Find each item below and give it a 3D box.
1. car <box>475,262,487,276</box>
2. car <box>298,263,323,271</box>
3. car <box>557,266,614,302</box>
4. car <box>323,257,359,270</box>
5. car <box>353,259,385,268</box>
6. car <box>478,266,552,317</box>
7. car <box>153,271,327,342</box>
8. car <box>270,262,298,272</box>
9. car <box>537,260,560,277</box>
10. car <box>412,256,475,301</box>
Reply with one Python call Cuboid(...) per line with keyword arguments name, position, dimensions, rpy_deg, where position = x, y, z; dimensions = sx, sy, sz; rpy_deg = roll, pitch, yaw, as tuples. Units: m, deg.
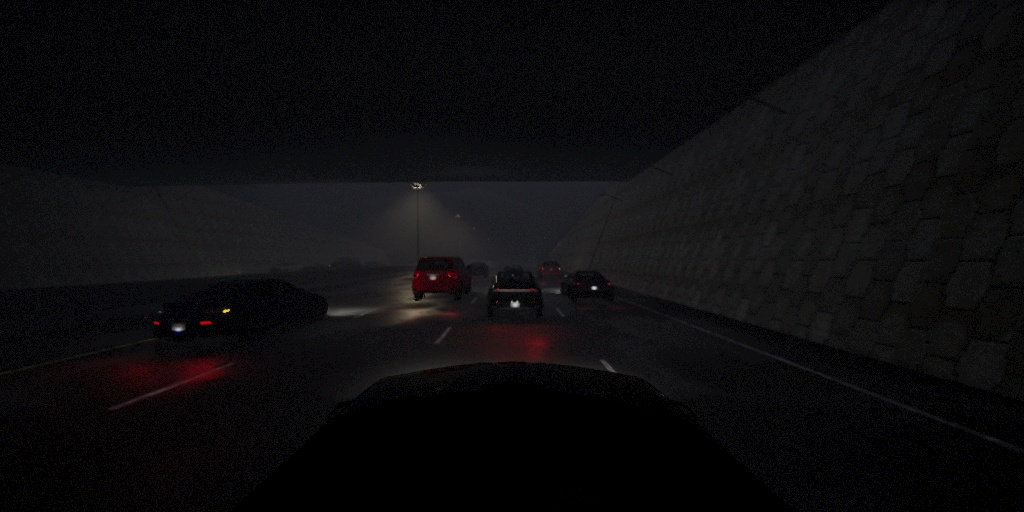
Cuboid(name="car", position=(-3.377, 1.379, 36.386), dimensions=(1.882, 1.535, 5.008), rpy_deg=(0, 0, 0))
Cuboid(name="car", position=(-24.537, 1.545, 45.673), dimensions=(1.895, 1.301, 4.718), rpy_deg=(0, 0, 0))
Cuboid(name="car", position=(3.602, 1.384, 17.715), dimensions=(1.994, 1.385, 4.181), rpy_deg=(0, 0, 0))
Cuboid(name="car", position=(-21.038, 1.166, 45.334), dimensions=(2.150, 2.045, 5.566), rpy_deg=(0, -1, 0))
Cuboid(name="car", position=(-17.543, 1.417, 44.771), dimensions=(1.882, 1.535, 5.008), rpy_deg=(0, -1, 0))
Cuboid(name="car", position=(0.100, 1.293, 13.430), dimensions=(2.128, 1.511, 4.902), rpy_deg=(0, 0, 0))
Cuboid(name="car", position=(-6.913, 1.311, 9.733), dimensions=(1.812, 1.442, 4.674), rpy_deg=(0, 0, 0))
Cuboid(name="car", position=(-28.035, 1.465, 44.784), dimensions=(1.812, 1.442, 4.674), rpy_deg=(0, 0, 0))
Cuboid(name="car", position=(3.622, 1.248, 35.148), dimensions=(2.097, 1.767, 4.553), rpy_deg=(0, 0, 0))
Cuboid(name="car", position=(-3.388, 1.044, 18.164), dimensions=(2.150, 2.045, 5.566), rpy_deg=(0, 0, 1))
